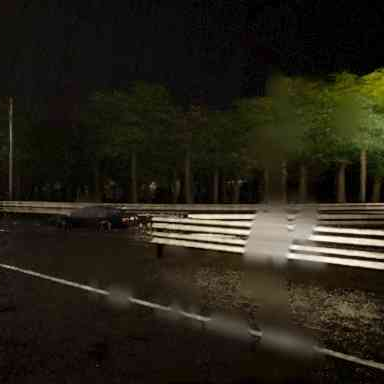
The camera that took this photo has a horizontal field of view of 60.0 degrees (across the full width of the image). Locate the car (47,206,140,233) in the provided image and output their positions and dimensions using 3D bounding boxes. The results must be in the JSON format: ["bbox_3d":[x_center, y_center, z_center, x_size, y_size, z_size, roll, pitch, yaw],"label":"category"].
[{"bbox_3d":[-5.720,1.535,19.393,5.357,1.411,2.033,0,0,18],"label":"car"}]
